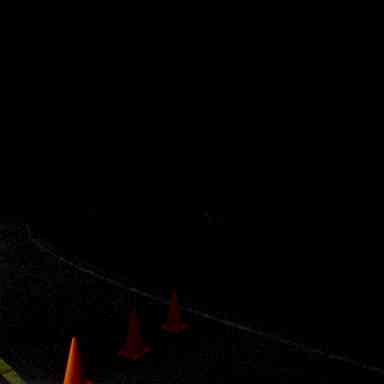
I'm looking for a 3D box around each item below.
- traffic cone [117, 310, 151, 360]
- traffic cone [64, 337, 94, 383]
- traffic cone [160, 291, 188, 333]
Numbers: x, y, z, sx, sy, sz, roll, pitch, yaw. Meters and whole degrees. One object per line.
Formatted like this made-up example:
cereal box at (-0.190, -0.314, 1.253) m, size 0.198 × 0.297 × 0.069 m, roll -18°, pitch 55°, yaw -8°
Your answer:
traffic cone at (-0.809, 1.938, 4.624) m, size 0.340 × 0.580 × 0.340 m, roll 1°, pitch 1°, yaw 31°
traffic cone at (-1.328, 1.945, 3.774) m, size 0.340 × 0.580 × 0.340 m, roll 1°, pitch 1°, yaw 31°
traffic cone at (-0.290, 1.931, 5.475) m, size 0.340 × 0.580 × 0.340 m, roll 1°, pitch 1°, yaw 31°
